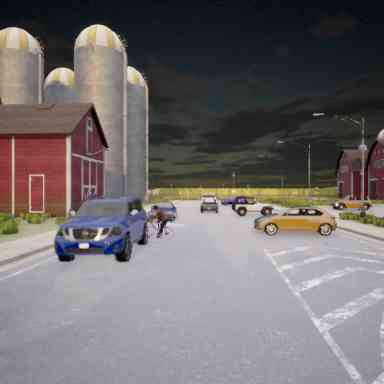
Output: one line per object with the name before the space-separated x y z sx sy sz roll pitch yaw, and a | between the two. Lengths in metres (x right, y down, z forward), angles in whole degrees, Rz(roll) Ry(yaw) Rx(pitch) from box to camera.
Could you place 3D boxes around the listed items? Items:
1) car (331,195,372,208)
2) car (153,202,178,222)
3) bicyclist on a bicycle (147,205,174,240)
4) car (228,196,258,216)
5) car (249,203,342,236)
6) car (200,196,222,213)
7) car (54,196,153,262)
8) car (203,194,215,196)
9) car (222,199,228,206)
car | 19.488 1.310 40.740 4.605 1.855 1.932 0 0 4
car | -2.191 1.525 26.389 1.812 1.442 4.674 0 0 3
bicyclist on a bicycle | -1.597 1.413 15.377 1.656 1.620 0.582 8 14 8
car | 5.661 1.313 31.341 3.866 1.878 1.905 0 0 4
car | 5.441 1.506 17.849 4.193 1.474 1.816 0 0 4
car | 1.902 1.492 36.205 2.128 1.511 4.902 0 0 3
car | -3.065 1.213 12.463 2.150 2.045 5.566 -1 0 2
car | 2.396 1.221 46.284 2.150 2.045 5.566 0 0 4
car | 7.076 1.480 55.506 4.611 1.667 2.242 0 0 4
